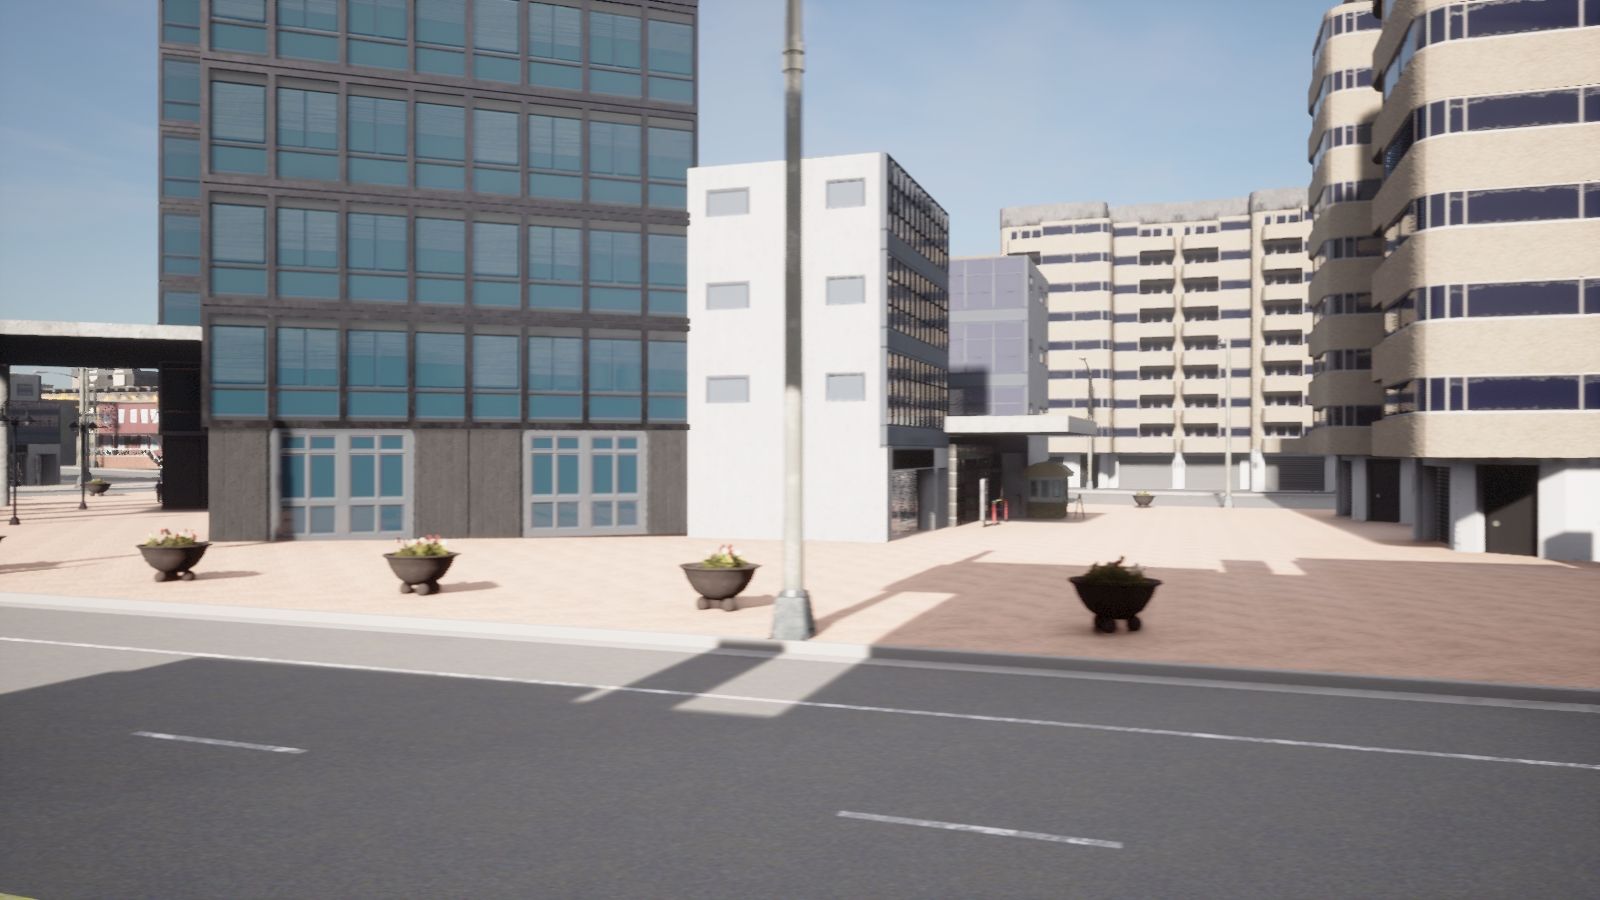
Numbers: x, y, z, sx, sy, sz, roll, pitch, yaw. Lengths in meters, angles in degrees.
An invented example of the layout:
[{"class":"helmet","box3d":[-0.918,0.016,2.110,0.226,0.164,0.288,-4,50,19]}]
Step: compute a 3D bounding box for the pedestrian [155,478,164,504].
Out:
[{"class":"pedestrian","box3d":[-32.343,2.052,57.707,0.375,1.300,0.375,0,0,-22]}]
